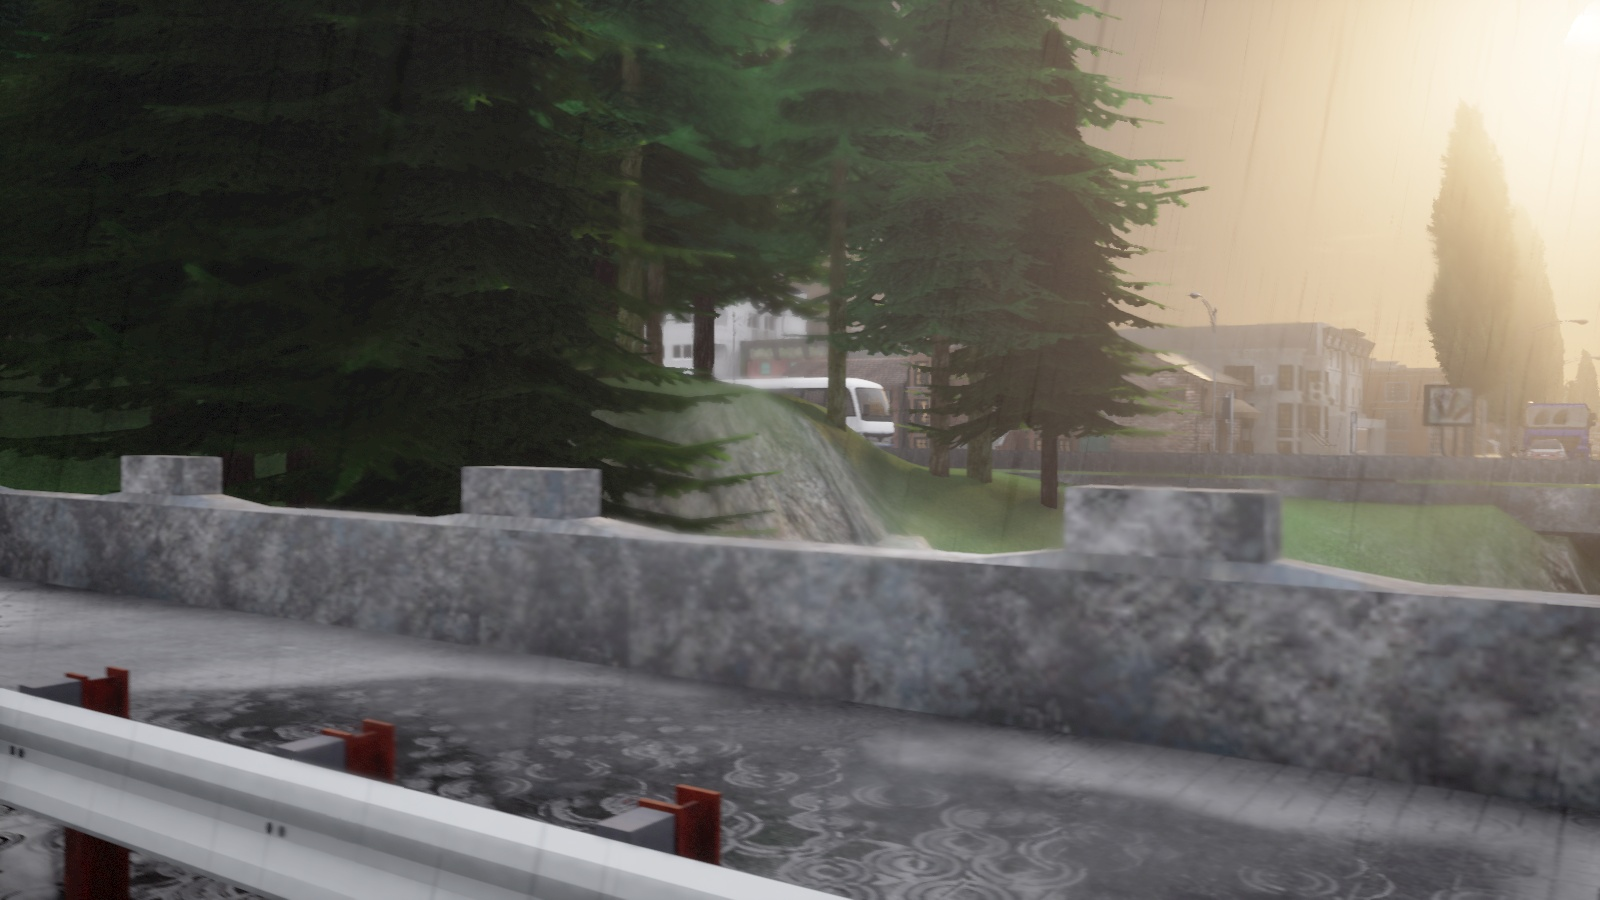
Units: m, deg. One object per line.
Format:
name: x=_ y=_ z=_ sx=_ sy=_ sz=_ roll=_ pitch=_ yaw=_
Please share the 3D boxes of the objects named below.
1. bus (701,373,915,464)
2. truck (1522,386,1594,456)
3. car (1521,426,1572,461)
bus: x=0.309 y=-1.515 z=63.491 sx=10.273 sy=4.253 sz=3.944 roll=0 pitch=1 yaw=34
truck: x=39.992 y=-1.515 z=66.107 sx=2.891 sy=3.462 sz=7.936 roll=0 pitch=1 yaw=34
car: x=32.693 y=-0.302 z=54.985 sx=1.845 sy=1.501 sz=3.633 roll=0 pitch=1 yaw=31
